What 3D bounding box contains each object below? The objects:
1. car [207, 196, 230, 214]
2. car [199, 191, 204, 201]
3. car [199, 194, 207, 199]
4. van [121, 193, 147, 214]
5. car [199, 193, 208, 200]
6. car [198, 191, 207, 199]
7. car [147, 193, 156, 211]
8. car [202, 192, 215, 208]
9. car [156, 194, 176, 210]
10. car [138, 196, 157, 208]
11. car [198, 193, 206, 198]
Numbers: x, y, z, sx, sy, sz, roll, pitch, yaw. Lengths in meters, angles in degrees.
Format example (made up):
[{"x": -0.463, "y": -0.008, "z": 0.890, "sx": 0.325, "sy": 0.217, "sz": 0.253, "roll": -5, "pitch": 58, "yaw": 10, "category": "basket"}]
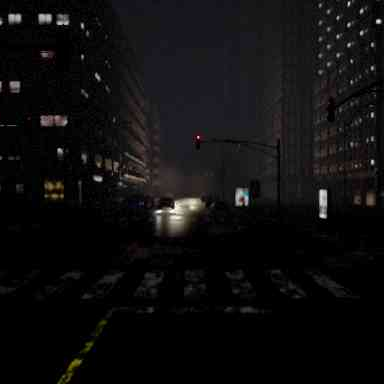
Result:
[{"x": 2.702, "y": 1.366, "z": 31.975, "sx": 1.802, "sy": 1.307, "sz": 4.206, "roll": 0, "pitch": 0, "yaw": 0, "category": "car"}, {"x": 2.707, "y": 1.048, "z": 59.612, "sx": 1.967, "sy": 1.590, "sz": 4.097, "roll": 0, "pitch": 0, "yaw": 0, "category": "car"}, {"x": 2.710, "y": 1.059, "z": 81.722, "sx": 1.802, "sy": 1.307, "sz": 4.206, "roll": 0, "pitch": 0, "yaw": 0, "category": "car"}, {"x": -5.677, "y": 1.126, "z": 31.976, "sx": 1.690, "sy": 1.788, "sz": 3.998, "roll": 0, "pitch": 0, "yaw": 0, "category": "van"}, {"x": 2.709, "y": 1.054, "z": 76.195, "sx": 1.887, "sy": 1.381, "sz": 4.507, "roll": 0, "pitch": 0, "yaw": 0, "category": "car"}, {"x": 2.712, "y": 0.760, "z": 87.249, "sx": 2.192, "sy": 1.841, "sz": 5.009, "roll": 0, "pitch": 0, "yaw": 0, "category": "car"}, {"x": -5.676, "y": 1.064, "z": 37.503, "sx": 2.192, "sy": 1.841, "sz": 5.009, "roll": 0, "pitch": 0, "yaw": 0, "category": "car"}, {"x": 2.705, "y": 1.153, "z": 43.030, "sx": 1.967, "sy": 1.590, "sz": 4.097, "roll": 0, "pitch": 0, "yaw": 0, "category": "car"}, {"x": -2.992, "y": 1.276, "z": 38.644, "sx": 1.812, "sy": 1.442, "sz": 4.674, "roll": 0, "pitch": 1, "yaw": 0, "category": "car"}, {"x": -5.677, "y": 1.258, "z": 43.033, "sx": 1.887, "sy": 1.381, "sz": 4.507, "roll": 0, "pitch": 0, "yaw": 0, "category": "car"}, {"x": 2.712, "y": 0.964, "z": 92.777, "sx": 2.008, "sy": 1.369, "sz": 4.403, "roll": 0, "pitch": 0, "yaw": 0, "category": "car"}]
